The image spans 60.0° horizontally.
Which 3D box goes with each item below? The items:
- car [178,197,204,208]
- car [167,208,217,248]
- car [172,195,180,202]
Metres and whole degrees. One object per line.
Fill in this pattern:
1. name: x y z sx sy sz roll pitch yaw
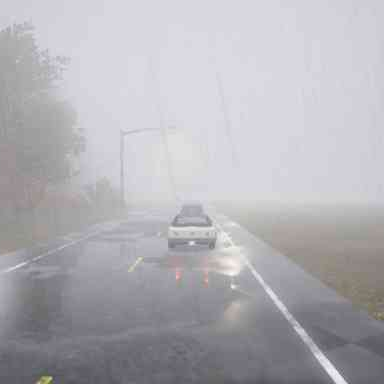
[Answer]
1. car: 0.000 1.482 29.650 1.882 1.535 5.008 0 0 0
2. car: 0.000 1.614 14.680 1.895 1.301 4.718 0 0 0
3. car: -3.500 1.489 76.738 1.837 1.490 4.892 0 0 0
